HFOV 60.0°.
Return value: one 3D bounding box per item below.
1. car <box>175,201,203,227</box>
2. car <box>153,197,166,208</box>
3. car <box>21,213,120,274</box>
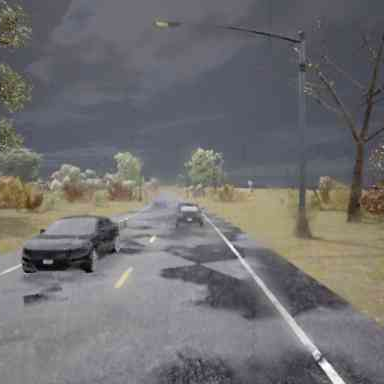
[{"bbox_3d":[-0.199,1.577,23.254,1.812,1.442,4.674,0,0,-1],"label":"car"},{"bbox_3d":[-4.970,1.573,51.333,1.882,1.535,5.008,0,0,-3],"label":"car"},{"bbox_3d":[-3.686,1.507,10.945,1.882,1.535,5.008,0,0,-1],"label":"car"}]
